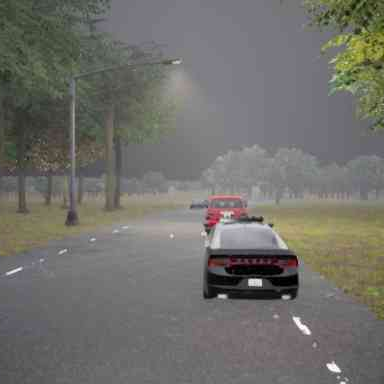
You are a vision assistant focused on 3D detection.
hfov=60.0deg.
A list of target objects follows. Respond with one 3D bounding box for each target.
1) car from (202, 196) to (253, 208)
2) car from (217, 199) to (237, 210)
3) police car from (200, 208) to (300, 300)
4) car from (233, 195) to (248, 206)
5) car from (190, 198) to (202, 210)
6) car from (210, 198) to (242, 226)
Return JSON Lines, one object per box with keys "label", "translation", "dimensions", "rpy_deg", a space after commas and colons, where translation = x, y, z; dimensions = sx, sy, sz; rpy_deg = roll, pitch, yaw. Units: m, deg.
{"label": "car", "translation": [1.882, 1.240, 18.322], "dimensions": [2.150, 2.045, 5.566], "rpy_deg": [0, 0, 5]}
{"label": "car", "translation": [4.824, 1.637, 44.892], "dimensions": [2.033, 1.411, 5.357], "rpy_deg": [0, 0, 13]}
{"label": "police car", "translation": [1.244, 1.424, 8.548], "dimensions": [1.930, 1.638, 5.238], "rpy_deg": [0, 0, 2]}
{"label": "car", "translation": [9.135, 1.551, 62.172], "dimensions": [2.097, 1.767, 4.553], "rpy_deg": [0, 0, 17]}
{"label": "car", "translation": [1.009, 1.551, 44.125], "dimensions": [1.882, 1.535, 5.008], "rpy_deg": [0, 0, 12]}
{"label": "car", "translation": [2.469, 1.378, 24.160], "dimensions": [2.097, 1.767, 4.553], "rpy_deg": [0, 0, 7]}
